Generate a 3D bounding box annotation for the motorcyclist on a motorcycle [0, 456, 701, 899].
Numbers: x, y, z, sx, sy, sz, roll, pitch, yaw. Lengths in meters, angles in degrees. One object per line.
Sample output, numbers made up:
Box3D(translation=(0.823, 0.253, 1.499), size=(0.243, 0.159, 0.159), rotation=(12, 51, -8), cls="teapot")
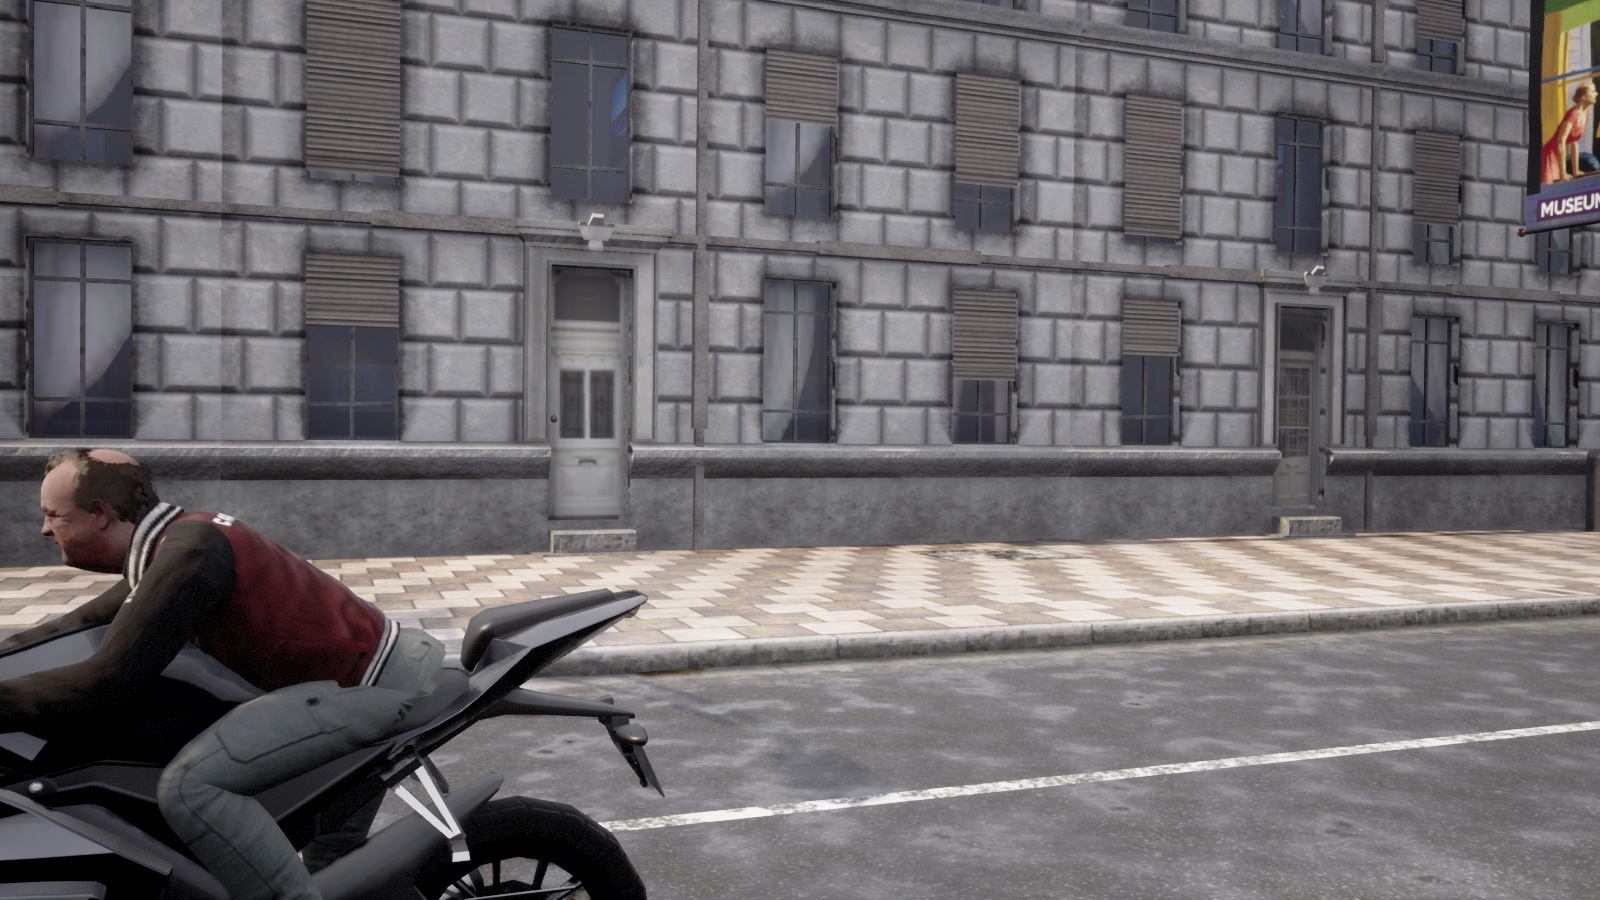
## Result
Box3D(translation=(-1.392, 0.804, 2.711), size=(2.191, 1.530, 0.866), rotation=(-1, 1, -21), cls="motorcyclist on a motorcycle")
